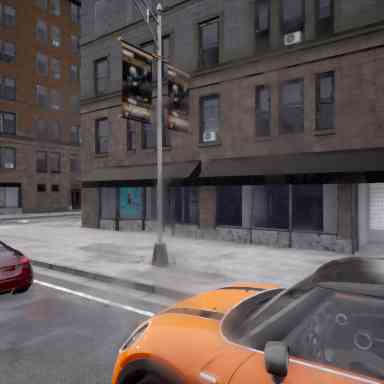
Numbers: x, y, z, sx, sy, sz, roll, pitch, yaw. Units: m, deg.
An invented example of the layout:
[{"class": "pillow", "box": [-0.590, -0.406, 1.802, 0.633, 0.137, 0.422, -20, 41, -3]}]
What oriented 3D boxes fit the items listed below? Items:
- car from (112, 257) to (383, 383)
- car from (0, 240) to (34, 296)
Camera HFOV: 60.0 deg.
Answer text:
[{"class": "car", "box": [1.457, 1.352, 2.647, 4.553, 1.767, 2.097, 0, 0, 36]}, {"class": "car", "box": [-5.482, 1.564, 7.582, 4.181, 1.385, 1.994, 0, 0, 36]}]
